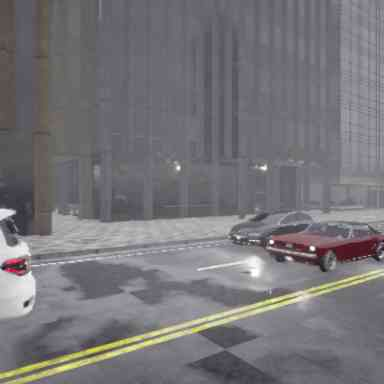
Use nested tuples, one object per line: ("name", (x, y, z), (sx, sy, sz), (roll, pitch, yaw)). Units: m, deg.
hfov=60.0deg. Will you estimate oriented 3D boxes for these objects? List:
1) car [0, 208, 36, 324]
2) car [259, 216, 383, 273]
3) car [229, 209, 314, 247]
("car", (-4.999, 1.221, 4.111), (5.566, 2.045, 2.150), (1, 0, -35))
("car", (4.624, 1.626, 10.898), (4.718, 1.301, 1.895), (0, 0, -35))
("car", (3.750, 1.533, 14.309), (4.892, 1.490, 1.837), (0, 0, -37))
